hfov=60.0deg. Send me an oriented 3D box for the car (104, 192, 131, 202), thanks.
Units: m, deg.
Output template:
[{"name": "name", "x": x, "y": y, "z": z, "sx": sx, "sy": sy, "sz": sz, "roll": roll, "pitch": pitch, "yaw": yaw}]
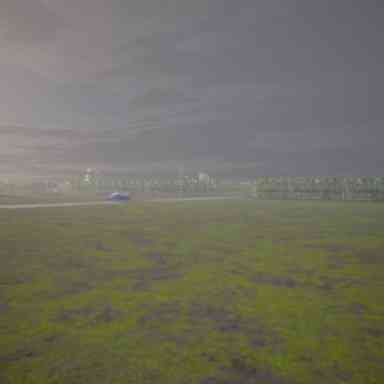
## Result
[{"name": "car", "x": -11.493, "y": 0.717, "z": 51.753, "sx": 1.812, "sy": 1.442, "sz": 4.674, "roll": 1, "pitch": 1, "yaw": 37}]
